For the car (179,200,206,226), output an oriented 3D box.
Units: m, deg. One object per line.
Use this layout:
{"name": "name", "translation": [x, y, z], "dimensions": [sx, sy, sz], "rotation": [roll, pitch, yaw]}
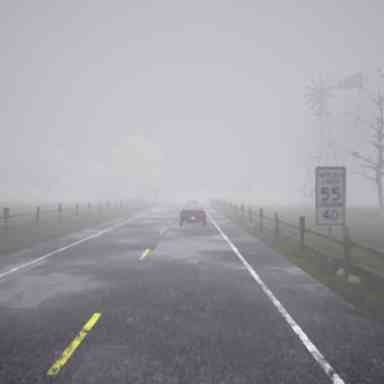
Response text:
{"name": "car", "translation": [0.072, 1.620, 25.087], "dimensions": [1.882, 1.535, 5.008], "rotation": [0, 0, 0]}
